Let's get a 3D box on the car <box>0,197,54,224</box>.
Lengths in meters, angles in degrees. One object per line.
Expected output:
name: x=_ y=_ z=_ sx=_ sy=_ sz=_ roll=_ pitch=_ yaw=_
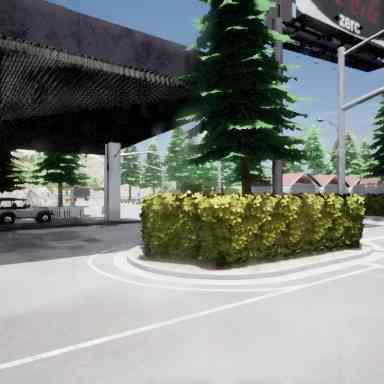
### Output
car: x=-11.956 y=1.313 z=23.490 sx=3.866 sy=1.878 sz=1.905 roll=0 pitch=0 yaw=-36
